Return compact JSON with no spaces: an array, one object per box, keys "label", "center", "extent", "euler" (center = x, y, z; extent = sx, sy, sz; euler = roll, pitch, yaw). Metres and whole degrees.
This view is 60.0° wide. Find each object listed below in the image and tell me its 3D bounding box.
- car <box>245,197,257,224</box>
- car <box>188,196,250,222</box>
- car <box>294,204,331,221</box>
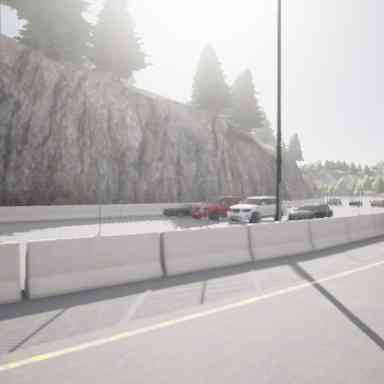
[{"label":"car","center":[5.260,1.359,26.507],"extent":[5.566,2.045,2.150],"euler":[0,0,-43]},{"label":"car","center":[2.442,1.360,28.670],"extent":[5.566,2.045,2.150],"euler":[0,0,-42]},{"label":"car","center":[9.151,1.650,25.370],"extent":[4.892,1.490,1.837],"euler":[0,0,-43]}]
